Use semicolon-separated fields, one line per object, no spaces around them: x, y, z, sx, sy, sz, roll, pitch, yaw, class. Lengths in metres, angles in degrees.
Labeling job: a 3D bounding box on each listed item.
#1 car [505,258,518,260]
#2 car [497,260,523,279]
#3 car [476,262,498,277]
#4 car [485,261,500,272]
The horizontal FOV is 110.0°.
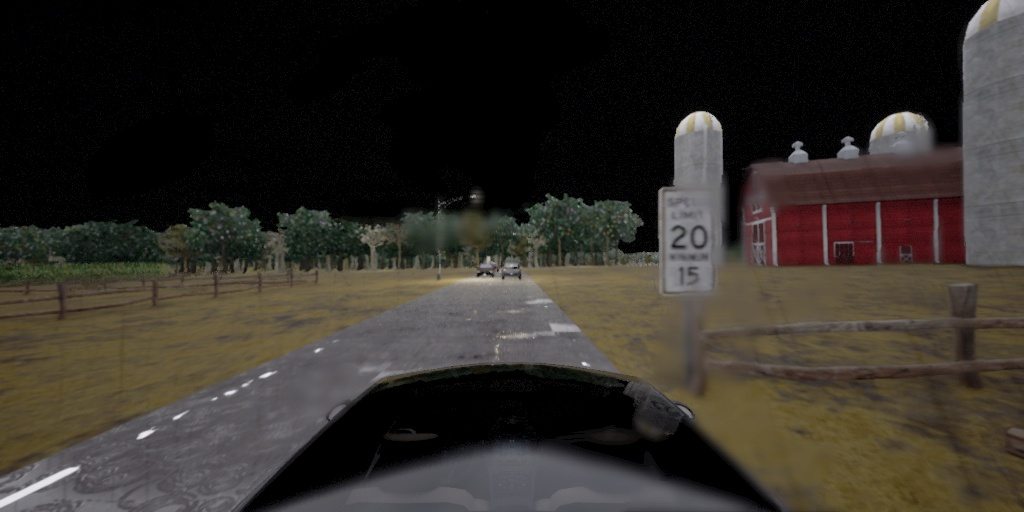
-0.027;1.300;47.266;2.150;2.045;5.566;0;0;0;car
-0.032;1.436;34.651;2.128;1.511;4.902;0;0;0;car
-2.793;1.535;39.190;2.033;1.411;5.357;0;-1;0;car
-2.807;1.535;51.994;1.882;1.535;5.008;0;-1;0;car
